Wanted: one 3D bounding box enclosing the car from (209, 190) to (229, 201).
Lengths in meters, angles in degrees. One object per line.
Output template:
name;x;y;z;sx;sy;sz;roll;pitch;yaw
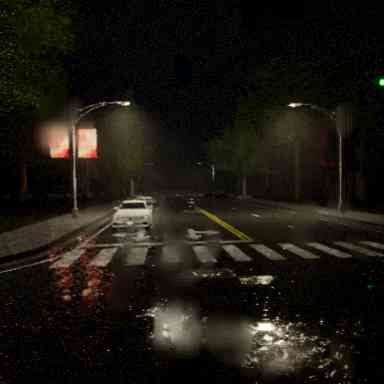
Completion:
car;4.094;0.486;48.725;1.882;1.535;5.008;-1;1;-5

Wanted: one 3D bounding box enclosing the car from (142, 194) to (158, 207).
car;-3.979;1.085;27.273;1.895;1.301;4.718;-1;1;-5

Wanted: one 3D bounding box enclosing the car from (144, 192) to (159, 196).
car;-4.784;0.857;36.327;1.812;1.442;4.674;-1;1;-5

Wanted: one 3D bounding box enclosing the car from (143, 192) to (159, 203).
car;-5.691;0.705;46.941;2.033;1.411;5.357;-1;1;-5

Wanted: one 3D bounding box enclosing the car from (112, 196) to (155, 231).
car;-3.186;1.177;18.298;1.812;1.442;4.674;-1;1;-5

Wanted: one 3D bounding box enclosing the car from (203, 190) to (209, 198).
car;3.078;0.365;59.110;1.812;1.442;4.674;-1;1;-5
